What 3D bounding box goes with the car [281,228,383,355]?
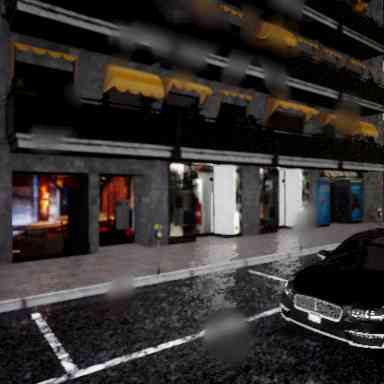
[{"bbox_3d":[3.657,1.465,5.975,4.892,1.490,1.837,0,0,-35],"label":"car"}]
